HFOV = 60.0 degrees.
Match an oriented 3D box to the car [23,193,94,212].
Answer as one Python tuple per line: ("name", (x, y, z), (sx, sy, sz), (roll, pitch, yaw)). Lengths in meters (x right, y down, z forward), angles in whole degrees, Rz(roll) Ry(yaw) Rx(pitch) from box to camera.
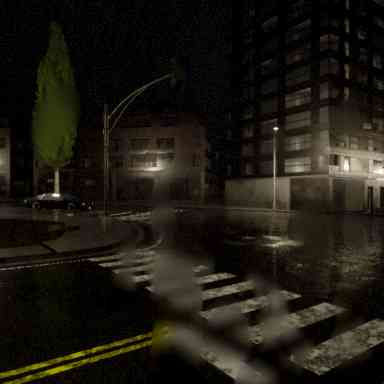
("car", (-10.534, 0.786, 26.305), (5.357, 1.411, 2.033), (1, 0, 11))
